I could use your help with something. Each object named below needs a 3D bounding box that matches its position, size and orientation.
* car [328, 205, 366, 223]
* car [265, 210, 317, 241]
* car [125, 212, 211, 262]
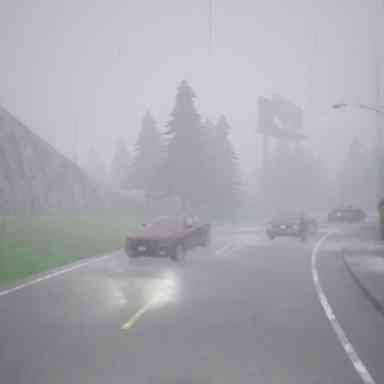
[{"bbox_3d":[12.913,1.779,27.699,1.994,1.385,4.181,0,0,42],"label":"car"},{"bbox_3d":[5.379,1.681,17.638,2.033,1.411,5.357,0,0,28],"label":"car"},{"bbox_3d":[-0.723,1.570,12.978,1.882,1.535,5.008,0,-1,21],"label":"car"}]
